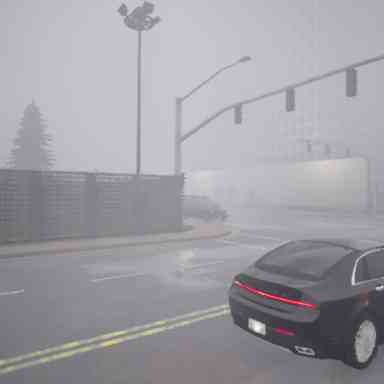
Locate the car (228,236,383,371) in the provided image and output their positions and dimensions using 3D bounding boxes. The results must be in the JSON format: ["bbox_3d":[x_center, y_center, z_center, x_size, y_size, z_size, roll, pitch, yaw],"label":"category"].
[{"bbox_3d":[2.824,1.551,5.800,4.892,1.490,1.837,1,0,-36],"label":"car"}]

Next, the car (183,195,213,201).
[{"bbox_3d":[0.751,1.339,34.201,2.150,2.045,5.566,1,0,-35],"label":"car"}]

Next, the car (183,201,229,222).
[{"bbox_3d":[0.965,1.688,27.801,1.895,1.301,4.718,1,0,-34],"label":"car"}]
